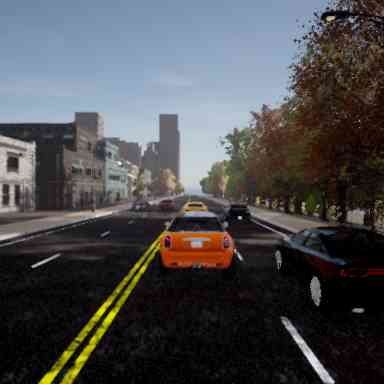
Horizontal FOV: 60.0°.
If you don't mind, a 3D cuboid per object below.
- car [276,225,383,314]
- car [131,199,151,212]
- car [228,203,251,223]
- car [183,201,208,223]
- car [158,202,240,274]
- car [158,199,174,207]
[{"bbox_3d":[3.367,1.526,7.878,1.882,1.535,5.008,0,0,1],"label":"car"},{"bbox_3d":[-6.301,1.622,41.403,2.128,1.511,4.902,0,0,1],"label":"car"},{"bbox_3d":[3.516,1.627,26.599,1.837,1.490,4.892,0,0,1],"label":"car"},{"bbox_3d":[0.281,1.589,28.067,1.882,1.535,5.008,0,0,1],"label":"car"},{"bbox_3d":[0.150,1.397,10.900,2.097,1.767,4.553,0,0,1],"label":"car"},{"bbox_3d":[-3.055,1.622,41.023,1.882,1.535,5.008,0,0,1],"label":"car"}]
